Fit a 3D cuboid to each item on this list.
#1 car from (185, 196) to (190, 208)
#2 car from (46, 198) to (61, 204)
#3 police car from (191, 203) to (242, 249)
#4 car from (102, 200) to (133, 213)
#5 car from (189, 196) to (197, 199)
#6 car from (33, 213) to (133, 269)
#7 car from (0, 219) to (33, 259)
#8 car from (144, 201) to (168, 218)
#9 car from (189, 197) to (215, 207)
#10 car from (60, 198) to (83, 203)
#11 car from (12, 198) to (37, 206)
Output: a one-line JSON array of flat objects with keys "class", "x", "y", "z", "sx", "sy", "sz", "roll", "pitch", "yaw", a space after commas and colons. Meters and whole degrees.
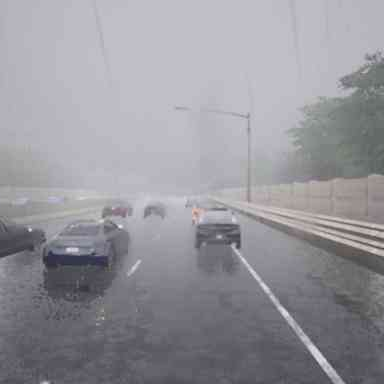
[{"class": "car", "x": -0.007, "y": 1.702, "z": 49.786, "sx": 1.994, "sy": 1.385, "sz": 4.181, "roll": 0, "pitch": 0, "yaw": 0}, {"class": "car", "x": -21.073, "y": 1.611, "z": 52.173, "sx": 1.882, "sy": 1.535, "sz": 5.008, "roll": 0, "pitch": 0, "yaw": 0}, {"class": "police car", "x": 1.047, "y": 1.509, "z": 15.188, "sx": 1.930, "sy": 1.638, "sz": 5.238, "roll": 0, "pitch": 0, "yaw": 0}, {"class": "car", "x": -6.905, "y": 1.492, "z": 31.323, "sx": 2.097, "sy": 1.767, "sz": 4.553, "roll": 0, "pitch": 0, "yaw": 0}, {"class": "car", "x": 1.044, "y": 1.490, "z": 31.046, "sx": 2.097, "sy": 1.767, "sz": 4.553, "roll": 0, "pitch": 0, "yaw": 0}, {"class": "car", "x": -3.402, "y": 1.628, "z": 11.460, "sx": 1.994, "sy": 1.385, "sz": 4.181, "roll": 0, "pitch": 0, "yaw": 0}, {"class": "car", "x": -6.902, "y": 1.610, "z": 11.249, "sx": 2.033, "sy": 1.411, "sz": 5.357, "roll": 0, "pitch": 0, "yaw": 0}, {"class": "car", "x": -3.405, "y": 1.645, "z": 31.633, "sx": 1.837, "sy": 1.490, "sz": 4.892, "roll": 0, "pitch": 0, "yaw": 0}, {"class": "car", "x": 1.045, "y": 1.475, "z": 25.047, "sx": 2.097, "sy": 1.767, "sz": 4.553, "roll": 0, "pitch": 0, "yaw": 0}, {"class": "car", "x": -17.583, "y": 1.739, "z": 50.135, "sx": 1.895, "sy": 1.301, "sz": 4.718, "roll": 0, "pitch": 0, "yaw": 0}, {"class": "car", "x": -24.581, "y": 1.667, "z": 48.892, "sx": 1.812, "sy": 1.442, "sz": 4.674, "roll": 0, "pitch": 0, "yaw": 0}]
